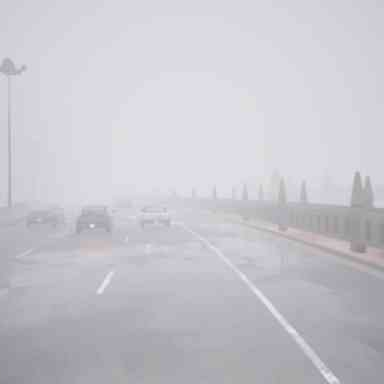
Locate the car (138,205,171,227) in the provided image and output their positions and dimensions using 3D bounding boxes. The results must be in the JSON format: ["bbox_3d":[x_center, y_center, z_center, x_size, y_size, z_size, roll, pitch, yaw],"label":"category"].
[{"bbox_3d":[-2.677,1.560,22.706,1.895,1.301,4.718,0,0,-13],"label":"car"}]

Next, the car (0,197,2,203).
[{"bbox_3d":[-40.494,1.547,68.841,1.994,1.385,4.181,0,0,-25],"label":"car"}]

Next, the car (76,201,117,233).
[{"bbox_3d":[-5.591,1.482,19.475,1.837,1.490,4.892,0,0,-11],"label":"car"}]

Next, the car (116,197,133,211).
[{"bbox_3d":[-8.468,1.445,40.693,1.837,1.490,4.892,0,0,-22],"label":"car"}]

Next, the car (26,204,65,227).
[{"bbox_3d":[-9.844,1.512,22.575,1.812,1.442,4.674,0,0,-13],"label":"car"}]

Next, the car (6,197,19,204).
[{"bbox_3d":[-33.708,1.581,62.443,1.895,1.301,4.718,0,0,-25],"label":"car"}]
